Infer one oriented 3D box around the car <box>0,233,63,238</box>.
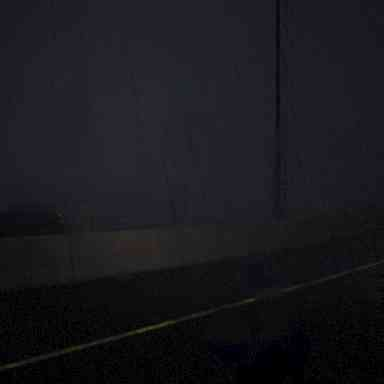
[{"bbox_3d":[-8.445,1.551,15.283,4.892,1.490,1.837,1,0,-36],"label":"car"}]
